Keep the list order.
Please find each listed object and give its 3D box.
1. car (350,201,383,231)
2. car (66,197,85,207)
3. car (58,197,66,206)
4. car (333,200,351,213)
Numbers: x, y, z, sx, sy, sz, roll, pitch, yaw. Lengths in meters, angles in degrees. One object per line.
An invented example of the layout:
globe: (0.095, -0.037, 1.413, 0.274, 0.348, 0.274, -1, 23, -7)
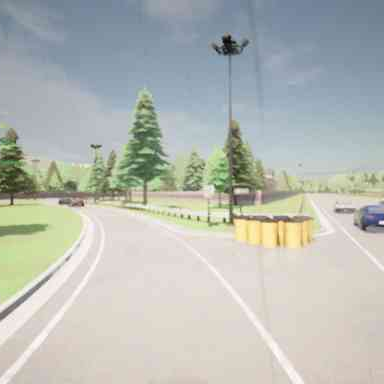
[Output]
car: (11.111, 1.511, 20.288, 1.812, 1.442, 4.674, 0, 0, 19)
car: (-18.746, 1.727, 54.066, 1.812, 1.442, 4.674, 0, 0, -31)
car: (-23.850, 1.731, 62.599, 2.128, 1.511, 4.902, 0, 0, -31)
car: (16.739, 1.591, 36.868, 1.895, 1.301, 4.718, 0, 0, 19)
